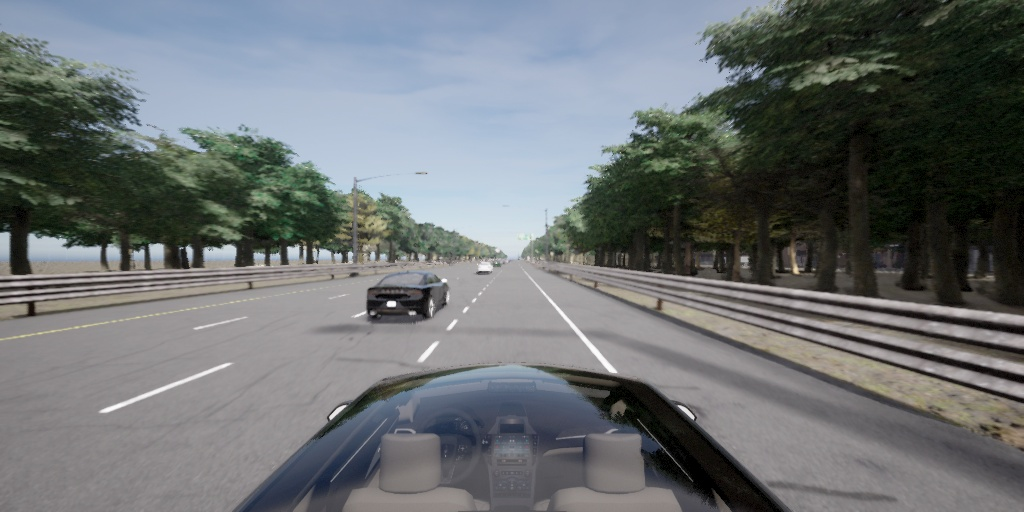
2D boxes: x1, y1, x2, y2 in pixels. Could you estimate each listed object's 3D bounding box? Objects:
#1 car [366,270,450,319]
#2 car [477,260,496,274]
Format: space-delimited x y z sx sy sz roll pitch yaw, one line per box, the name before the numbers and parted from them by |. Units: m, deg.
car | -3.494 1.252 12.875 1.882 1.535 5.008 0 0 0
car | -3.397 1.507 46.028 1.812 1.442 4.674 0 0 0
